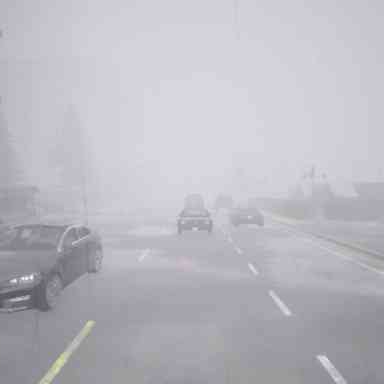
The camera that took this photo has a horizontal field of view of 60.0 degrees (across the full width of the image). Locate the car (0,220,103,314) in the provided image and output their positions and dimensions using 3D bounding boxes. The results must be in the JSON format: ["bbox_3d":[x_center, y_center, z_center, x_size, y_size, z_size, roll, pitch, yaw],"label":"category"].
[{"bbox_3d":[-3.512,1.495,7.850,2.128,1.511,4.902,0,0,1],"label":"car"}]

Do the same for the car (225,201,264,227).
[{"bbox_3d":[3.685,1.572,23.203,1.994,1.385,4.181,0,0,0],"label":"car"}]

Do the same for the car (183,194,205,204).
[{"bbox_3d":[0.238,1.232,37.362,2.150,2.045,5.566,0,0,0],"label":"car"}]

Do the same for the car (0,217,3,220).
[{"bbox_3d":[-6.987,1.355,9.279,2.097,1.767,4.553,0,0,1],"label":"car"}]

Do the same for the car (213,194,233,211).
[{"bbox_3d":[3.748,1.235,40.315,2.150,2.045,5.566,0,0,0],"label":"car"}]

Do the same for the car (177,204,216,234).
[{"bbox_3d":[0.171,1.608,19.421,1.895,1.301,4.718,0,0,0],"label":"car"}]
